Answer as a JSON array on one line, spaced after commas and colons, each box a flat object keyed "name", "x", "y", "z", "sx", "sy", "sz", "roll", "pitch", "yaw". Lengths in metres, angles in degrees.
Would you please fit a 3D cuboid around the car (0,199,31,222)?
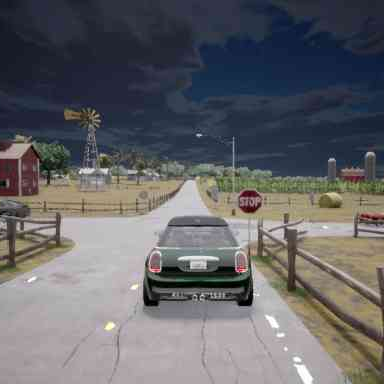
[{"name": "car", "x": -14.095, "y": 1.268, "z": 23.625, "sx": 4.892, "sy": 1.490, "sz": 1.837, "roll": 1, "pitch": 2, "yaw": 0}]

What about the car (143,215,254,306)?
[{"name": "car", "x": 0.121, "y": 1.347, "z": 8.160, "sx": 2.097, "sy": 1.767, "sz": 4.553, "roll": 0, "pitch": 0, "yaw": 0}]

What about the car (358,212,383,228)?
[{"name": "car", "x": 14.388, "y": 1.800, "z": 23.464, "sx": 4.718, "sy": 1.301, "sz": 1.895, "roll": 1, "pitch": 2, "yaw": 0}]
